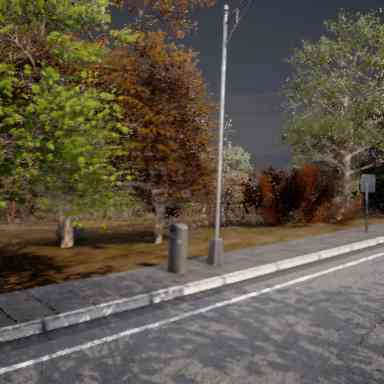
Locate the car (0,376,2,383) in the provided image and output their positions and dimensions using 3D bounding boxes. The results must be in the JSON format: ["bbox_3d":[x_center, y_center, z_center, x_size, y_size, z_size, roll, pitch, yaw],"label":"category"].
[{"bbox_3d":[-3.791,1.651,1.316,5.357,1.411,2.033,-1,1,-36],"label":"car"}]
